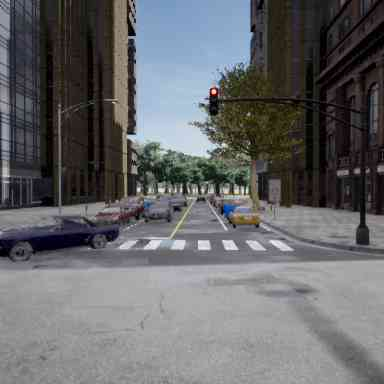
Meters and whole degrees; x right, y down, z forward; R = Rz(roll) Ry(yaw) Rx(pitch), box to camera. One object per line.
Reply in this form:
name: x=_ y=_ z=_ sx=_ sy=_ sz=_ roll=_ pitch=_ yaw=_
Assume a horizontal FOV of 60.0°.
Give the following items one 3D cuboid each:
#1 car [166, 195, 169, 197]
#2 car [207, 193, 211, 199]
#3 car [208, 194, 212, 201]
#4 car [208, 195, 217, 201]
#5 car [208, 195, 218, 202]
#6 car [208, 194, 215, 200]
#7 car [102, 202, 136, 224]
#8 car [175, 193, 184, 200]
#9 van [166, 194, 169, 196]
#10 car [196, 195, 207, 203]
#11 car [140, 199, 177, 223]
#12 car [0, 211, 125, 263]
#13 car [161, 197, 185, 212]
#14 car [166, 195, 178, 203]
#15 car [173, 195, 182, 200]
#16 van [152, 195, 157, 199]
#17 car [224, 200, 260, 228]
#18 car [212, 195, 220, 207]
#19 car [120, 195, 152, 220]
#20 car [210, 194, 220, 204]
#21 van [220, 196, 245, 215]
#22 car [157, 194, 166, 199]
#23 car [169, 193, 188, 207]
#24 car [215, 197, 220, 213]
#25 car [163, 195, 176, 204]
car: x=-4.592 y=1.489 z=44.655 sx=2.008 sy=1.369 sz=4.403 roll=-1 pitch=0 yaw=1
car: x=4.362 y=1.208 z=61.475 sx=2.192 sy=1.841 sz=5.009 roll=-1 pitch=0 yaw=1
car: x=4.219 y=1.459 z=55.799 sx=2.008 sy=1.369 sz=4.403 roll=-1 pitch=0 yaw=1
car: x=4.798 y=1.425 z=78.508 sx=1.802 sy=1.307 sz=4.206 roll=0 pitch=0 yaw=1
car: x=4.653 y=1.411 z=72.830 sx=2.008 sy=1.369 sz=4.403 roll=0 pitch=0 yaw=1
car: x=4.946 y=1.351 z=84.355 sx=1.752 sy=1.417 sz=4.829 roll=0 pitch=0 yaw=1
car: x=-5.170 y=1.564 z=21.942 sx=1.802 sy=1.307 sz=4.206 roll=-1 pitch=0 yaw=1
car: x=-3.438 y=1.123 z=90.076 sx=2.192 sy=1.841 sz=5.009 roll=0 pitch=0 yaw=1
van: x=-4.305 y=1.249 z=56.010 sx=1.690 sy=1.788 sz=3.998 roll=0 pitch=0 yaw=1
car: x=1.820 y=1.385 z=65.877 sx=1.837 sy=1.490 sz=4.892 roll=0 pitch=0 yaw=1
car: x=-2.411 y=1.484 z=25.304 sx=1.837 sy=1.490 sz=4.892 roll=0 pitch=0 yaw=2
car: x=-4.998 y=1.544 z=12.009 sx=1.895 sy=1.301 sz=4.718 roll=1 pitch=0 yaw=38
car: x=-2.103 y=1.556 z=37.293 sx=1.895 sy=1.301 sz=4.718 roll=0 pitch=0 yaw=2
car: x=-4.014 y=1.421 z=67.365 sx=1.887 sy=1.381 sz=4.507 roll=0 pitch=0 yaw=1
car: x=-3.580 y=1.371 z=84.398 sx=1.887 sy=1.381 sz=4.507 roll=0 pitch=0 yaw=1
van: x=-4.884 y=1.305 z=33.299 sx=1.690 sy=1.788 sz=3.998 roll=-1 pitch=0 yaw=1
car: x=3.356 y=1.507 z=21.903 sx=1.752 sy=1.417 sz=4.829 roll=-1 pitch=0 yaw=1
car: x=3.935 y=1.463 z=44.614 sx=1.752 sy=1.417 sz=4.829 roll=-1 pitch=0 yaw=1
car: x=-5.029 y=1.288 z=27.620 sx=2.192 sy=1.841 sz=5.009 roll=-1 pitch=0 yaw=1
car: x=4.075 y=1.469 z=50.122 sx=1.887 sy=1.381 sz=4.507 roll=-1 pitch=0 yaw=1
van: x=3.494 y=1.315 z=27.412 sx=1.690 sy=1.788 sz=3.998 roll=-1 pitch=0 yaw=1
car: x=-4.739 y=1.267 z=38.976 sx=2.192 sy=1.841 sz=5.009 roll=-1 pitch=0 yaw=1
car: x=-1.771 y=1.279 z=49.034 sx=2.097 sy=1.767 sz=4.553 roll=0 pitch=0 yaw=2
car: x=3.641 y=1.530 z=33.089 sx=1.947 sy=1.339 sz=4.313 roll=-1 pitch=0 yaw=1
car: x=-4.160 y=1.333 z=61.687 sx=1.967 sy=1.590 sz=4.097 roll=0 pitch=0 yaw=1
